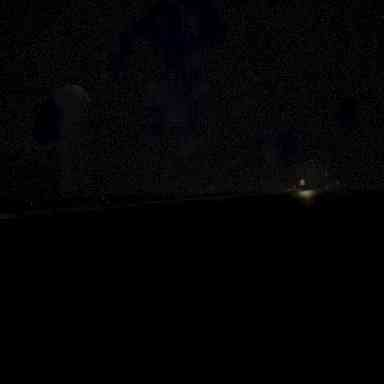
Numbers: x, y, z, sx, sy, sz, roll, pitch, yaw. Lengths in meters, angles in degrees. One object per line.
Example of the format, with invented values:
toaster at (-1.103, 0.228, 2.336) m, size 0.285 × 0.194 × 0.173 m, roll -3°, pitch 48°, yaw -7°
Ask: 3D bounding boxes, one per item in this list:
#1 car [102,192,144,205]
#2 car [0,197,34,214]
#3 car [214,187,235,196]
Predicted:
car at (-7.528, 0.713, 36.595) m, size 1.895 × 1.301 × 4.718 m, roll -1°, pitch 1°, yaw 36°
car at (-15.181, 1.105, 25.819) m, size 2.033 × 1.411 × 5.357 m, roll -1°, pitch 1°, yaw 34°
car at (5.370, -0.066, 54.490) m, size 1.837 × 1.490 × 4.892 m, roll -1°, pitch 0°, yaw 36°
